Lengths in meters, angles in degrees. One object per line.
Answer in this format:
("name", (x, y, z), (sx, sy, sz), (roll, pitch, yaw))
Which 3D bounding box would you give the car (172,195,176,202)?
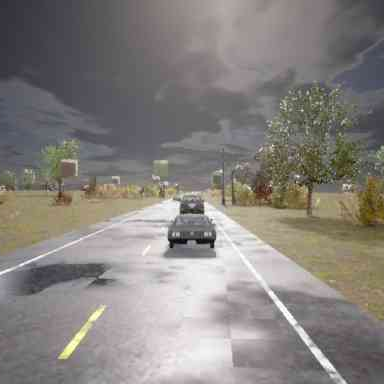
("car", (-3.500, 1.425, 76.757), (2.128, 1.511, 4.902), (0, 0, 0))

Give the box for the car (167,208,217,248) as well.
("car", (0.000, 1.617, 14.682), (1.895, 1.301, 4.718), (0, 0, 0))

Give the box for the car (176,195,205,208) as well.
("car", (0.000, 1.251, 29.685), (2.150, 2.045, 5.566), (0, 0, 0))
